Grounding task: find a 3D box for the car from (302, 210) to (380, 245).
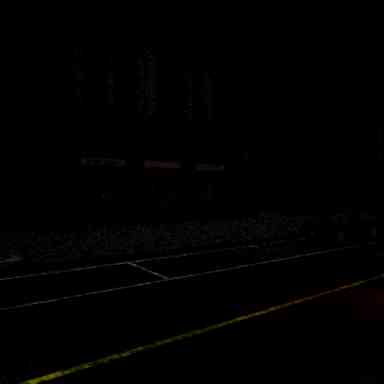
[{"bbox_3d":[6.996,1.547,15.505,4.507,1.381,1.887,0,0,-35],"label":"car"}]
